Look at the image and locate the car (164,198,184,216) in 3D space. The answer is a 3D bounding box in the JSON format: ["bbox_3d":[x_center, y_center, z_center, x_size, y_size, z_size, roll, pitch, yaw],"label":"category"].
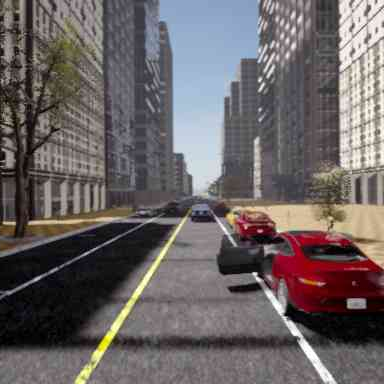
[{"bbox_3d":[-2.061,1.834,38.151,1.882,1.535,5.008,-1,-1,2],"label":"car"}]

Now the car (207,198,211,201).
[{"bbox_3d":[1.287,1.964,46.965,1.994,1.385,4.181,-1,0,2],"label":"car"}]

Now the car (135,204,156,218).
[{"bbox_3d":[-4.784,1.904,34.542,2.008,1.369,4.403,-1,-1,1],"label":"car"}]

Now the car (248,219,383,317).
[{"bbox_3d":[2.580,1.567,7.408,1.812,1.442,4.674,-1,-1,1],"label":"car"}]

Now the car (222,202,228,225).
[{"bbox_3d":[3.311,1.698,23.229,1.752,1.417,4.829,-1,-1,1],"label":"car"}]

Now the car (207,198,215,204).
[{"bbox_3d":[4.881,2.235,85.108,2.008,1.369,4.403,-1,0,1],"label":"car"}]

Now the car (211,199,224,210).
[{"bbox_3d":[3.879,1.907,45.623,1.887,1.381,4.507,-1,-1,1],"label":"car"}]

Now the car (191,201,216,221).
[{"bbox_3d":[0.844,1.805,30.101,2.033,1.411,5.357,-1,0,2],"label":"car"}]

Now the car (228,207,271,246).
[{"bbox_3d":[3.164,1.668,17.419,1.887,1.381,4.507,-1,-1,1],"label":"car"}]
